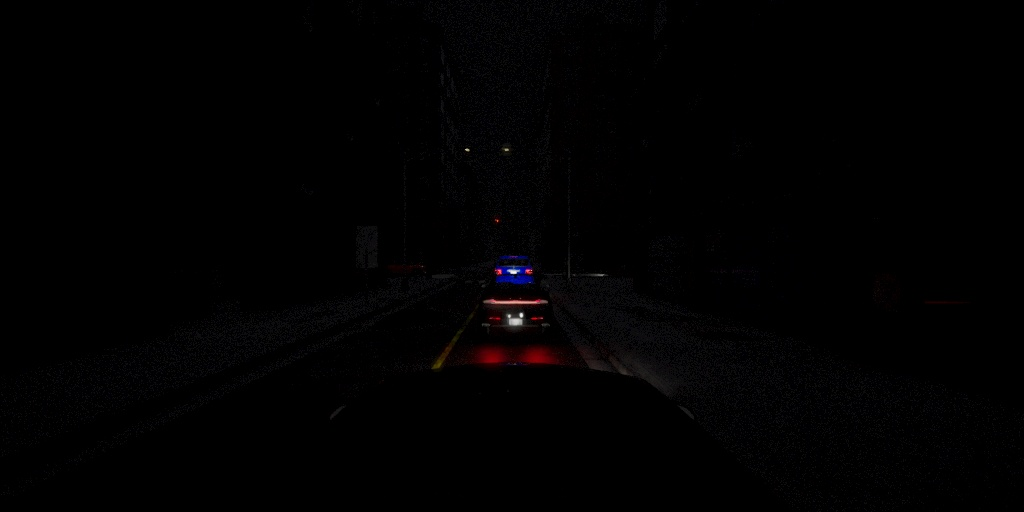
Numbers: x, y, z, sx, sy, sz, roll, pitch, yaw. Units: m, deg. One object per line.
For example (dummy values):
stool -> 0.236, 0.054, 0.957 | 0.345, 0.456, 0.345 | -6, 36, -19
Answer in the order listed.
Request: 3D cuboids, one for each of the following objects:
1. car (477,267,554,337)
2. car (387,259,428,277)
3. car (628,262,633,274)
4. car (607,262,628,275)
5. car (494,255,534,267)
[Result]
car -> 0.100, 1.239, 10.318 | 2.128, 1.511, 4.902 | 0, 0, 0
car -> -10.302, 1.094, 34.786 | 4.553, 1.767, 2.097 | 0, 0, 0
car -> 14.088, 1.109, 34.688 | 4.553, 1.767, 2.097 | 0, 0, 0
car -> 12.166, 1.306, 37.648 | 4.181, 1.385, 1.994 | 0, 0, 0
car -> 0.107, 0.966, 20.630 | 2.150, 2.045, 5.566 | 0, 0, 1
